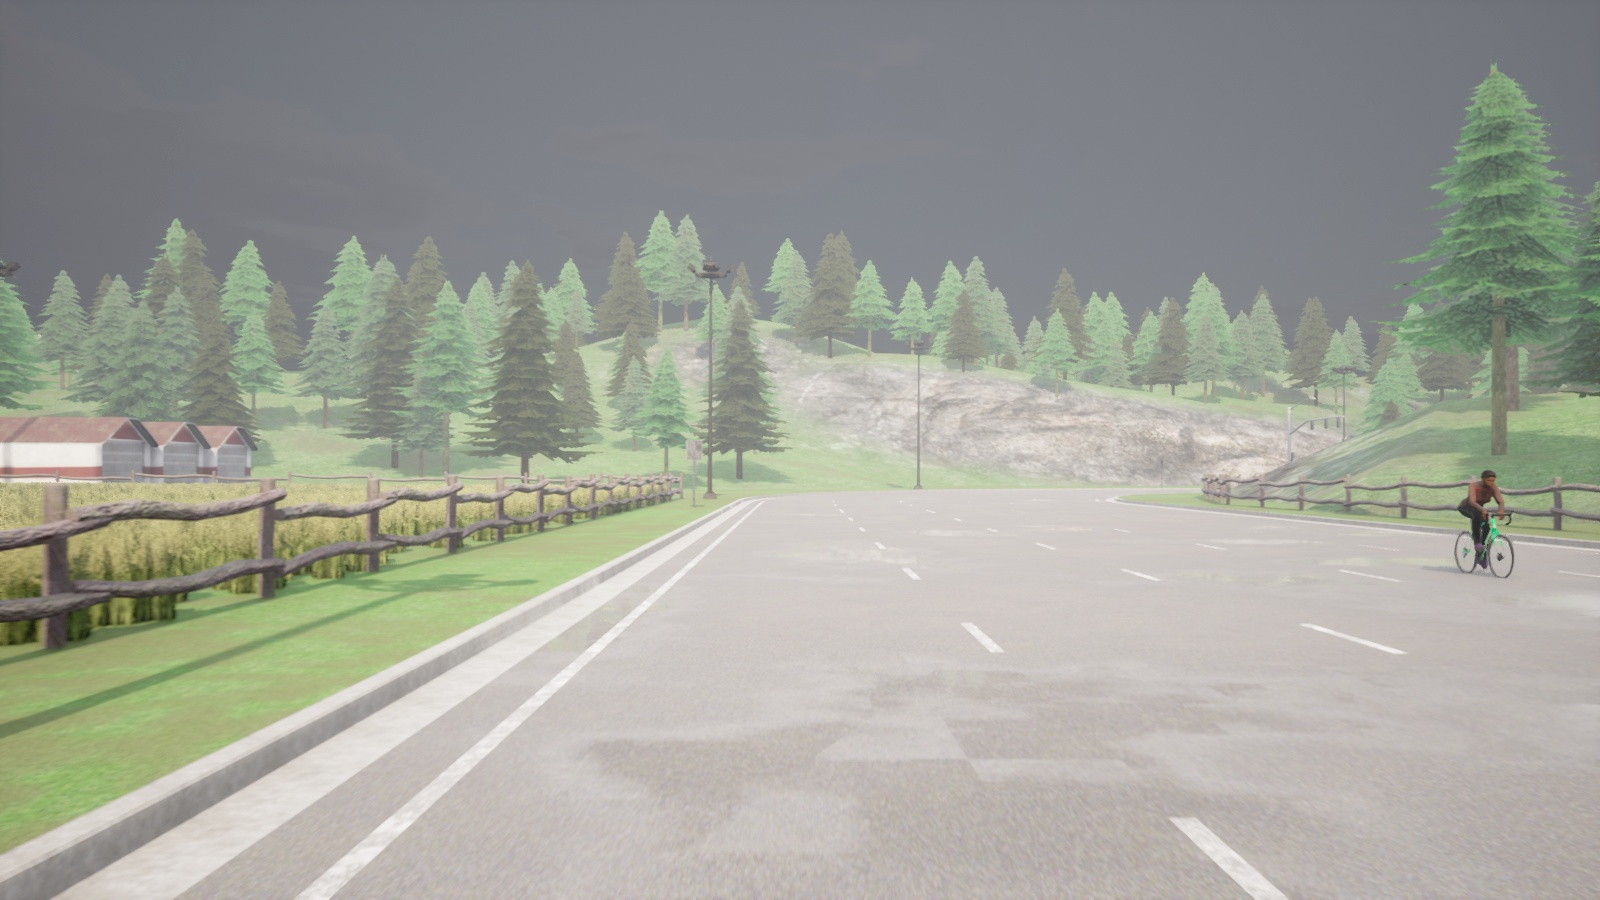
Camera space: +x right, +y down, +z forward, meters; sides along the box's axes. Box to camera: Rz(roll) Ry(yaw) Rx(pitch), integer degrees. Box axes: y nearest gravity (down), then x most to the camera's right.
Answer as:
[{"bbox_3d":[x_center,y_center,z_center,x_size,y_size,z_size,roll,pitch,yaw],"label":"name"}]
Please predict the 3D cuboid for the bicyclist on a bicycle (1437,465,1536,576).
[{"bbox_3d":[10.461,1.047,19.189,0.582,1.620,1.656,0,-1,0],"label":"bicyclist on a bicycle"}]
